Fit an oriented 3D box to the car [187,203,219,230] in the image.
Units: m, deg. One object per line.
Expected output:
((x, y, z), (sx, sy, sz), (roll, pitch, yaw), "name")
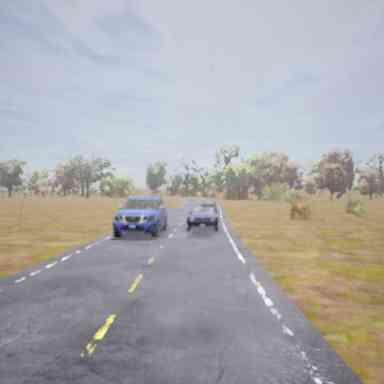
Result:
((0.727, 1.632, 21.393), (1.895, 1.301, 4.718), (0, 0, 3), "car")

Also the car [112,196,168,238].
((-2.621, 1.244, 18.128), (2.150, 2.045, 5.566), (0, 0, 3), "car")

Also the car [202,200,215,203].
((1.989, 1.604, 39.897), (2.033, 1.411, 5.357), (0, 0, 4), "car")
